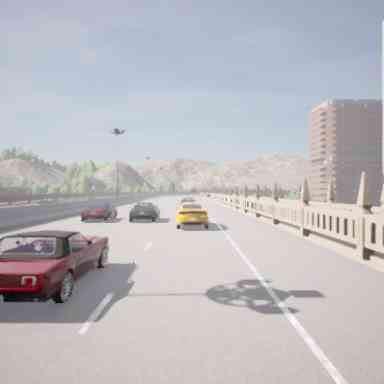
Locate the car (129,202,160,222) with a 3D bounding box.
[{"bbox_3d":[-3.576,1.444,25.444,1.994,1.385,4.181,0,0,-1],"label":"car"}]

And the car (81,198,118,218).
[{"bbox_3d":[-7.081,1.443,25.698,1.994,1.385,4.181,0,0,-1],"label":"car"}]

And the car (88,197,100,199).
[{"bbox_3d":[-14.865,1.365,50.148,1.895,1.301,4.718,0,0,-1],"label":"car"}]

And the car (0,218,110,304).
[{"bbox_3d":[-3.403,1.563,8.000,1.895,1.301,4.718,0,0,0],"label":"car"}]

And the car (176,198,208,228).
[{"bbox_3d":[0.009,1.377,21.384,1.882,1.535,5.008,0,0,-1],"label":"car"}]

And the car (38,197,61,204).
[{"bbox_3d":[-21.900,1.358,51.329,1.895,1.301,4.718,0,0,-2],"label":"car"}]

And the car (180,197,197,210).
[{"bbox_3d":[-0.493,1.371,41.114,1.994,1.385,4.181,0,0,-2],"label":"car"}]
